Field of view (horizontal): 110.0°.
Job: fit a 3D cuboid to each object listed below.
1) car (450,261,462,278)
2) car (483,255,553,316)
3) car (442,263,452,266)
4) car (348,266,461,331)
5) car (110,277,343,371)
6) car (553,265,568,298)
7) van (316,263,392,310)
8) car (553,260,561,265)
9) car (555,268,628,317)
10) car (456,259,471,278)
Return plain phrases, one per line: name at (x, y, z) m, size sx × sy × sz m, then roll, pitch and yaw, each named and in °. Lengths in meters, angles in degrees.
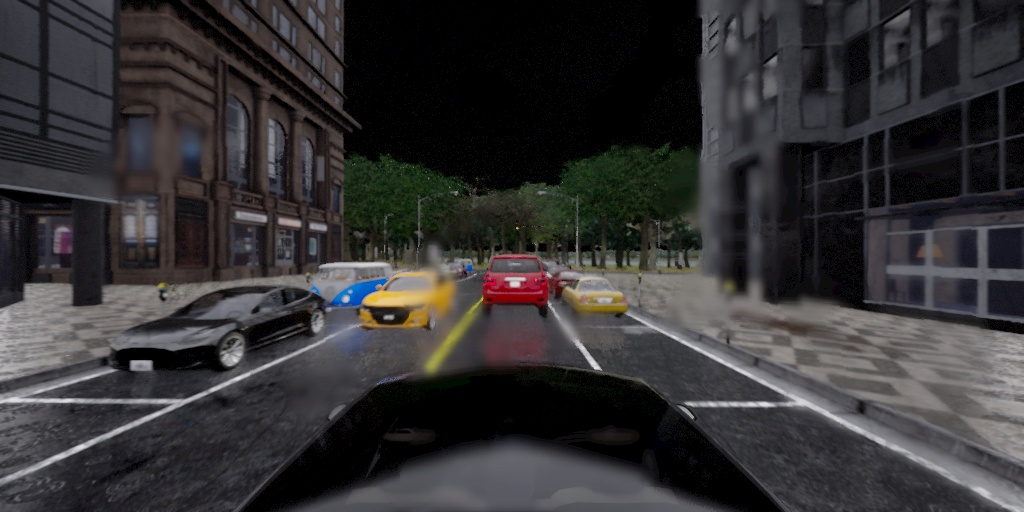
car at (-5.540, 1.383, 29.314) m, size 1.751 × 1.417 × 4.829 m, roll 0°, pitch 0°, yaw 0°
car at (0.177, 1.014, 13.706) m, size 2.150 × 2.045 × 5.566 m, roll 0°, pitch -1°, yaw 2°
car at (-5.585, 1.400, 24.046) m, size 1.948 × 1.339 × 4.313 m, roll 0°, pitch 0°, yaw 0°
car at (-3.031, 1.262, 11.386) m, size 1.882 × 1.535 × 5.008 m, roll 0°, pitch 0°, yaw 1°
car at (-5.726, 1.331, 7.734) m, size 1.948 × 1.339 × 4.313 m, roll 0°, pitch 0°, yaw 0°
car at (2.893, 1.369, 18.535) m, size 1.888 × 1.381 × 4.507 m, roll 0°, pitch 0°, yaw 0°
van at (-5.679, 1.129, 13.172) m, size 1.690 × 1.789 × 3.998 m, roll 0°, pitch 0°, yaw 0°
car at (2.940, 1.287, 23.972) m, size 1.967 × 1.591 × 4.097 m, roll 0°, pitch 0°, yaw 0°
car at (2.847, 1.327, 13.268) m, size 1.751 × 1.417 × 4.829 m, roll 0°, pitch 0°, yaw 0°
car at (-5.492, 1.322, 34.920) m, size 1.967 × 1.591 × 4.097 m, roll 0°, pitch 0°, yaw 0°
